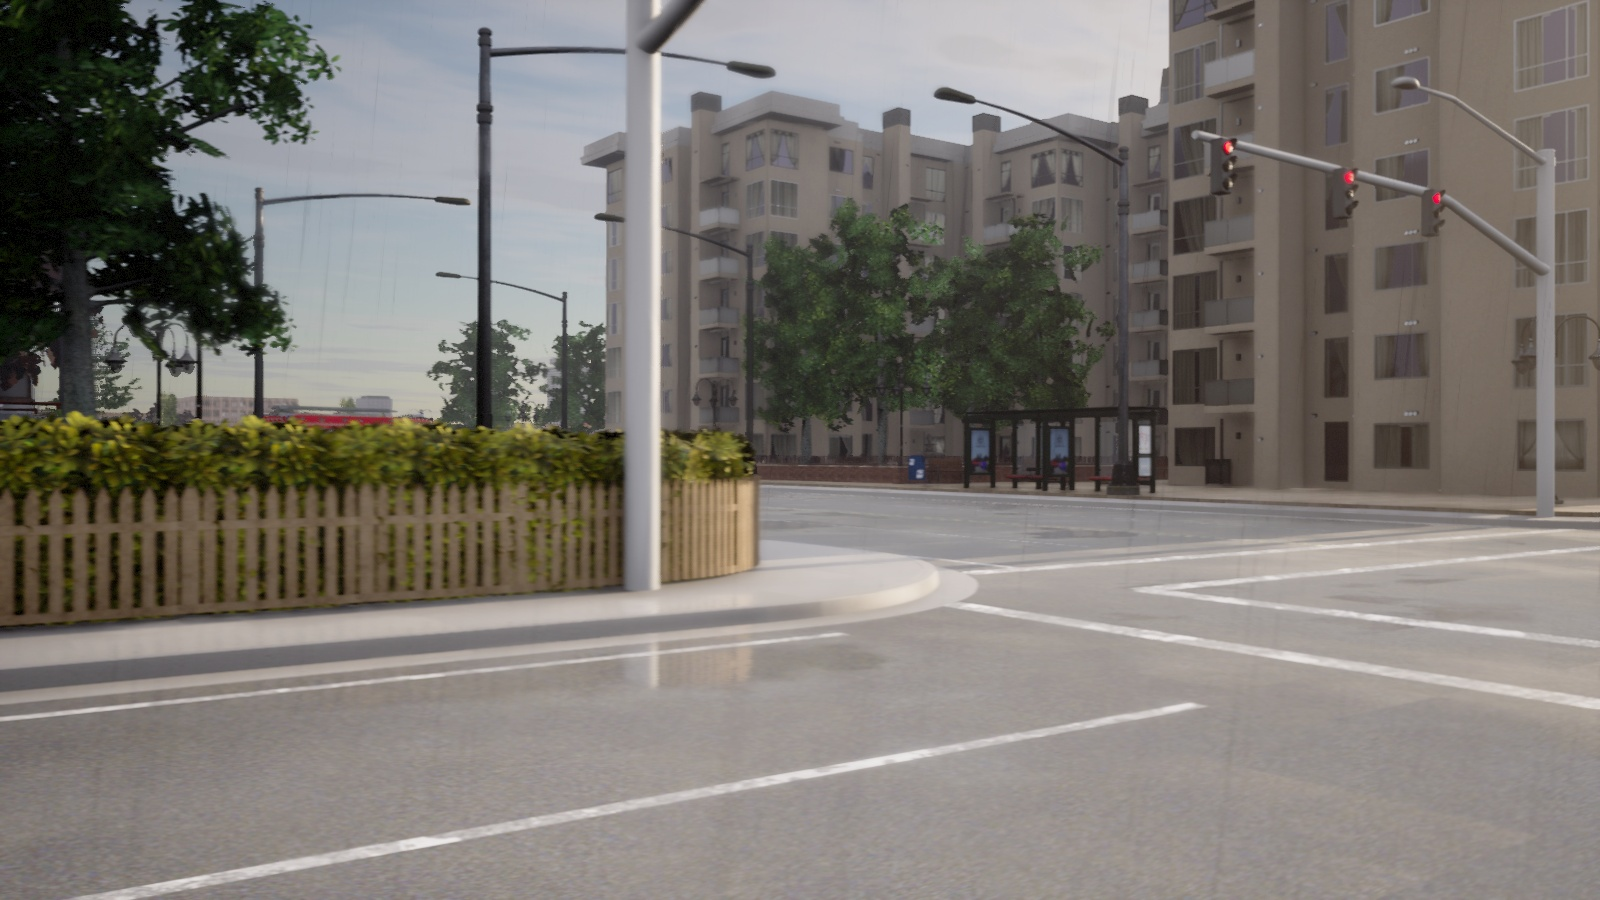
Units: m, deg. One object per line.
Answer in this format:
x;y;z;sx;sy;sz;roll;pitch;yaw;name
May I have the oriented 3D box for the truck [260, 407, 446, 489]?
-22.047;-0.080;62.463;2.891;3.827;8.468;-1;-1;38;truck
